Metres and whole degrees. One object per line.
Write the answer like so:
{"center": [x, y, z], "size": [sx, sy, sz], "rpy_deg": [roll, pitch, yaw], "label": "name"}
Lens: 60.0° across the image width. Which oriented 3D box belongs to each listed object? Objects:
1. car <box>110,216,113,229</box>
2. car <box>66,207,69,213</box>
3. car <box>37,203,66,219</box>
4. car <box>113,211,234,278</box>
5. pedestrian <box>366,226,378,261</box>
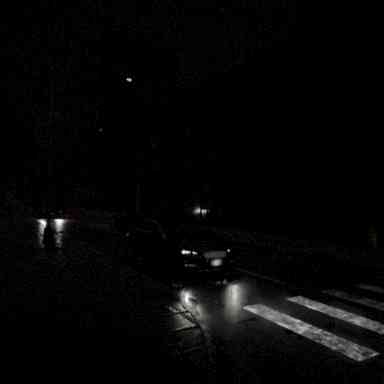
{"center": [-3.830, 1.861, 21.683], "size": [1.895, 1.301, 4.718], "rpy_deg": [2, -2, -31], "label": "car"}
{"center": [-18.586, 2.272, 46.279], "size": [1.895, 1.301, 4.718], "rpy_deg": [2, -2, -31], "label": "car"}
{"center": [-14.511, 1.911, 33.810], "size": [1.837, 1.490, 4.892], "rpy_deg": [2, -2, -31], "label": "car"}
{"center": [-0.625, 1.566, 10.616], "size": [2.128, 1.511, 4.902], "rpy_deg": [2, -1, -31], "label": "car"}
{"center": [5.991, 1.707, 10.973], "size": [0.500, 1.100, 0.500], "rpy_deg": [1, 0, -31], "label": "pedestrian"}
